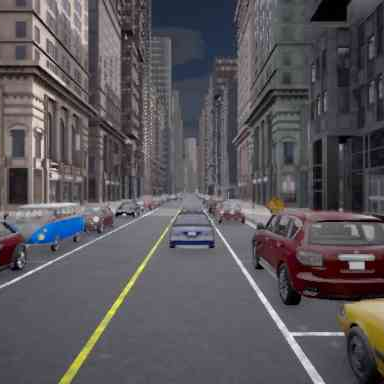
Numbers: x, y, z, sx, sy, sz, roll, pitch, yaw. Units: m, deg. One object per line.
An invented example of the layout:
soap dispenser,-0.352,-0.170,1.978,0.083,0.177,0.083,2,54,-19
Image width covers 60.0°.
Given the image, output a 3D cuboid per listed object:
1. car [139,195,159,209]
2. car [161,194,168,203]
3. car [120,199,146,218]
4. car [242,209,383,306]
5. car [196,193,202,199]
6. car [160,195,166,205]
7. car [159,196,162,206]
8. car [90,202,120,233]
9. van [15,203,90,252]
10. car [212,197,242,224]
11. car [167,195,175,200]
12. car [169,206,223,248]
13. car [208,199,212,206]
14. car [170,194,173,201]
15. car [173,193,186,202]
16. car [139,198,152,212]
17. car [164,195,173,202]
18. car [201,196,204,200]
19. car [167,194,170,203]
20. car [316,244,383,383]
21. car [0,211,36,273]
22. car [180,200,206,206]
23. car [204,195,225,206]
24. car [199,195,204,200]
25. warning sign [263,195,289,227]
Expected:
car,-5.758,1.320,41.575,2.192,1.841,5.009,0,0,0
car,-5.760,1.574,58.381,1.947,1.339,4.313,0,0,0
car,-5.759,1.569,30.372,1.947,1.339,4.313,0,0,0
car,2.767,1.315,7.966,2.192,1.841,5.009,0,0,0
car,2.766,1.456,86.396,1.967,1.590,4.097,0,0,0
car,-5.759,1.558,52.778,2.008,1.369,4.403,0,0,0
car,-5.759,1.531,47.007,1.752,1.417,4.829,0,0,0
car,-5.759,1.441,19.168,1.967,1.590,4.097,0,0,0
van,-5.759,1.342,13.566,1.690,1.788,3.998,0,0,0
car,2.766,1.442,24.773,1.967,1.590,4.097,0,0,0
car,-5.760,1.600,91.991,1.802,1.307,4.206,0,0,0
car,0.000,1.565,14.650,2.033,1.411,5.357,0,0,0
car,2.766,1.569,30.375,1.947,1.339,4.313,0,0,0
car,-5.759,1.326,69.584,2.192,1.841,5.009,0,0,0
car,-3.000,1.460,76.685,1.837,1.490,4.892,0,0,0
car,-5.760,1.586,35.973,1.802,1.307,4.206,0,0,0
car,-5.760,1.558,80.788,1.887,1.381,4.507,0,0,0
car,2.766,1.557,47.181,2.008,1.369,4.403,0,0,0
car,-5.759,1.449,63.982,1.967,1.590,4.097,0,0,0
car,2.766,1.525,2.534,1.752,1.417,4.829,0,0,0
car,-5.759,1.440,7.965,1.967,1.590,4.097,0,0,0
car,0.000,1.620,29.680,1.895,1.301,4.718,0,0,0
car,2.767,1.319,35.977,2.192,1.841,5.009,0,0,0
car,2.766,1.553,58.386,1.887,1.381,4.507,0,0,0
warning sign,5.064,1.117,20.080,1.300,1.860,1.060,0,0,0
